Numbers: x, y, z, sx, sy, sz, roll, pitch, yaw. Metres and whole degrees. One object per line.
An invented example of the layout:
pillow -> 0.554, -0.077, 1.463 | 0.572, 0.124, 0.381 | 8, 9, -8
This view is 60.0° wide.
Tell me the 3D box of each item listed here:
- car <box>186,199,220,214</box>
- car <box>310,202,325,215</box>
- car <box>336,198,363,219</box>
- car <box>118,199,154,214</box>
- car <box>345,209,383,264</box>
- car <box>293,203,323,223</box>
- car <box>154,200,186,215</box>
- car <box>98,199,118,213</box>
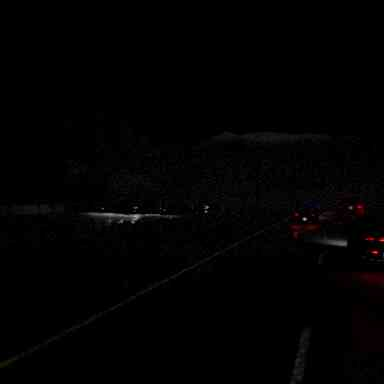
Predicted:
car -> 1.482, 1.561, 35.938 | 2.097, 1.767, 4.553 | 0, -1, 23
car -> 14.729, 1.934, 39.769 | 1.812, 1.442, 4.674 | 0, -1, 23
car -> 15.613, 1.574, 32.911 | 2.150, 2.045, 5.566 | 0, -1, 23
car -> -5.712, 1.609, 36.927 | 1.882, 1.535, 5.008 | 0, -1, 23
car -> 6.571, 1.584, 11.712 | 1.837, 1.490, 4.892 | 0, 0, 23
car -> 9.608, 1.830, 27.759 | 1.895, 1.301, 4.718 | 0, -1, 23
car -> -1.920, 1.682, 36.890 | 1.837, 1.490, 4.892 | 0, -1, 23
car -> -8.809, 1.613, 38.587 | 1.837, 1.490, 4.892 | 0, 0, 23
